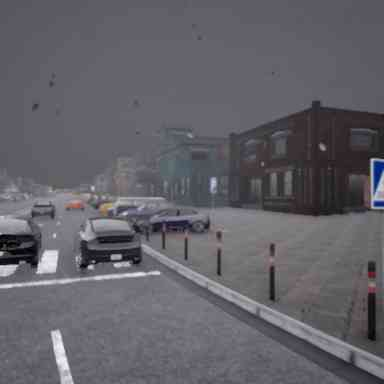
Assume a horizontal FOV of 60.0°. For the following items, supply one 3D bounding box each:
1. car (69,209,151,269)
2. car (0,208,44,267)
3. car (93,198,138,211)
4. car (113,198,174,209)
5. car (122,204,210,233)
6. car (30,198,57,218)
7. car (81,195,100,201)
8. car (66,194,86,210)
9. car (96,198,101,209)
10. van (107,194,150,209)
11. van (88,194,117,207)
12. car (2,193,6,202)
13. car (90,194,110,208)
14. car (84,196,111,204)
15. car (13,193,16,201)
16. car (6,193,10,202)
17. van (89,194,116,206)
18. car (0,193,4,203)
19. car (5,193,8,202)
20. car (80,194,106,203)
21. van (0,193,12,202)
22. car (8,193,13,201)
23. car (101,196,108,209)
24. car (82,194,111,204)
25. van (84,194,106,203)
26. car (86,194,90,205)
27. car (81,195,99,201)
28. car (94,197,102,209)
[{"bbox_3d":[-3.093,1.584,11.630,1.837,1.490,4.892,1,0,-23],"label":"car"},{"bbox_3d":[-6.197,1.532,11.277,1.882,1.535,5.008,0,0,-23],"label":"car"},{"bbox_3d":[-9.813,1.618,42.621,5.366,1.575,1.946,1,0,-20],"label":"car"},{"bbox_3d":[-3.149,1.516,24.336,4.553,1.767,2.185,1,0,-20],"label":"car"},{"bbox_3d":[-1.305,1.650,19.222,4.792,1.488,2.163,1,0,-20],"label":"car"},{"bbox_3d":[-13.761,1.586,30.925,2.128,1.511,4.902,1,0,-21],"label":"car"},{"bbox_3d":[-26.541,1.568,86.804,4.553,1.767,2.185,1,0,-20],"label":"car"},{"bbox_3d":[-15.361,1.449,43.621,2.097,1.767,4.553,1,0,-20],"label":"car"},{"bbox_3d":[-7.119,1.635,34.861,5.008,1.535,2.097,1,0,-20],"label":"car"},{"bbox_3d":[-4.304,1.420,27.009,4.442,1.987,1.878,1,0,-20],"label":"van"},{"bbox_3d":[-14.955,1.380,55.535,4.442,1.987,1.878,1,0,-20],"label":"van"},{"bbox_3d":[-40.122,1.484,65.548,4.892,1.521,2.231,1,0,-21],"label":"car"},{"bbox_3d":[-8.985,1.374,39.962,5.566,2.045,2.435,1,0,-21],"label":"car"},{"bbox_3d":[-18.741,1.619,65.985,4.892,1.521,2.231,1,0,-20],"label":"car"},{"bbox_3d":[-44.020,1.277,75.866,5.566,2.045,2.435,1,0,-21],"label":"car"},{"bbox_3d":[-42.064,1.543,70.709,4.674,1.452,2.002,1,0,-21],"label":"car"},{"bbox_3d":[-15.708,1.384,58.218,4.442,1.987,1.878,1,0,-20],"label":"van"},{"bbox_3d":[-39.336,1.470,62.900,5.366,1.575,1.946,1,0,-21],"label":"car"},{"bbox_3d":[-41.123,1.522,68.118,4.792,1.488,2.163,1,0,-21],"label":"car"},{"bbox_3d":[-22.648,1.395,76.392,5.566,2.045,2.435,1,0,-20],"label":"car"},{"bbox_3d":[-45.069,1.316,78.418,4.442,1.987,1.878,1,0,-21],"label":"van"},{"bbox_3d":[-43.033,1.515,73.291,5.008,1.535,2.097,1,0,-21],"label":"car"},{"bbox_3d":[-6.068,1.516,32.153,4.553,1.767,2.185,1,0,-20],"label":"car"},{"bbox_3d":[-19.733,1.371,68.584,5.566,2.045,2.435,1,0,-20],"label":"car"},{"bbox_3d":[-20.787,1.403,71.154,4.442,1.987,1.878,1,0,-20],"label":"van"},{"bbox_3d":[-13.846,1.357,52.981,5.566,2.045,2.435,1,0,-20],"label":"car"},{"bbox_3d":[-27.514,1.582,89.409,4.553,1.767,2.185,1,-1,-20],"label":"car"},{"bbox_3d":[-8.036,1.632,37.352,4.892,1.521,2.231,1,0,-20],"label":"car"}]
